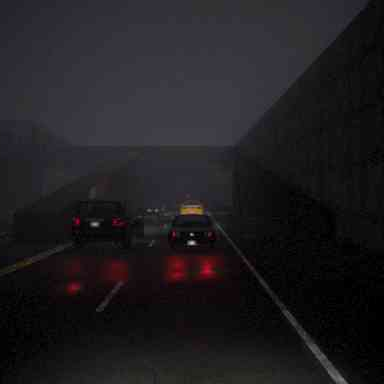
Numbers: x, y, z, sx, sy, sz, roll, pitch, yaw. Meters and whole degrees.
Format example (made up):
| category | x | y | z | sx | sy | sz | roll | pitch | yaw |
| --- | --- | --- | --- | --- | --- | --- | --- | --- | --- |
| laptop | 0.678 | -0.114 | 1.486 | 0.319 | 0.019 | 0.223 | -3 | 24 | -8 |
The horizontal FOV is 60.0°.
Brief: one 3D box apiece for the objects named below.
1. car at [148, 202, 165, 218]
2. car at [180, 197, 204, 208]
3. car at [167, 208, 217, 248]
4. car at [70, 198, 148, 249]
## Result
| category | x | y | z | sx | sy | sz | roll | pitch | yaw |
| --- | --- | --- | --- | --- | --- | --- | --- | --- | --- |
| car | -3.500 | 1.563 | 29.650 | 2.033 | 1.411 | 5.357 | 0 | 0 | 0 |
| car | 0.000 | 1.485 | 29.650 | 1.882 | 1.535 | 5.008 | 0 | 0 | 0 |
| car | 0.000 | 1.616 | 14.680 | 1.895 | 1.301 | 4.718 | 0 | 0 | 0 |
| car | -3.500 | 1.258 | 14.680 | 2.150 | 2.045 | 5.566 | 0 | 0 | 0 |
